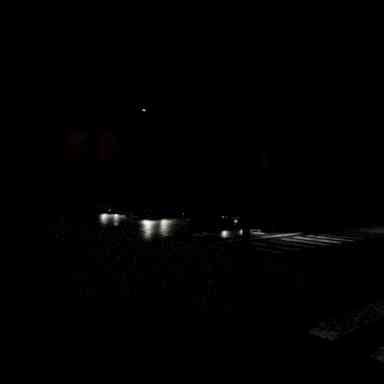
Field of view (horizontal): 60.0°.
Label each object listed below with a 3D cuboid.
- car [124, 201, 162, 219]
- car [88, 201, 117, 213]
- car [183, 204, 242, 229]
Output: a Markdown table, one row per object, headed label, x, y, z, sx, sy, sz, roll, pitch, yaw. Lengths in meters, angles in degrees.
| label | x | y | z | sx | sy | sz | roll | pitch | yaw |
| --- | --- | --- | --- | --- | --- | --- | --- | --- | --- |
| car | -4.550 | 1.579 | 30.652 | 1.882 | 1.535 | 5.008 | 0 | 0 | -35 |
| car | -10.451 | 1.741 | 38.888 | 1.895 | 1.301 | 4.718 | 0 | 0 | -36 |
| car | 1.272 | 1.554 | 22.542 | 2.128 | 1.511 | 4.902 | 0 | 0 | -36 |
